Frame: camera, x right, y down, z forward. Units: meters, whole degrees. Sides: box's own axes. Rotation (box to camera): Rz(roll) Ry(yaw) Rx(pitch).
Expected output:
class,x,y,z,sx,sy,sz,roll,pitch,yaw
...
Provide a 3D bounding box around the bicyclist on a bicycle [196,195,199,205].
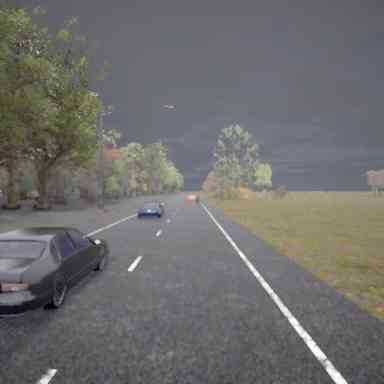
class,x,y,z,sx,sy,sz,roll,pitch,yaw
bicyclist on a bicycle,0.941,1.262,55.586,0.582,1.620,1.656,0,0,0

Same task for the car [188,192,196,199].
class,x,y,z,sx,sy,sz,roll,pitch,yaw
car,-0.029,0.945,84.334,2.097,1.767,4.553,0,0,0

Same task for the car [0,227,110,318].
class,x,y,z,sx,sy,sz,roll,pitch,yaw
car,-3.405,1.520,7.666,2.033,1.411,5.357,0,0,0

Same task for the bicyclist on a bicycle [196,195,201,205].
class,x,y,z,sx,sy,sz,roll,pitch,yaw
bicyclist on a bicycle,0.944,1.293,46.585,0.582,1.620,1.656,0,0,0

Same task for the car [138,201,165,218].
class,x,y,z,sx,sy,sz,roll,pitch,yaw
car,-3.413,1.465,28.527,1.994,1.385,4.181,0,0,0

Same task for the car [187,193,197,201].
class,x,y,z,sx,sy,sz,roll,pitch,yaw
car,-0.027,1.100,73.786,2.097,1.767,4.553,0,0,0
